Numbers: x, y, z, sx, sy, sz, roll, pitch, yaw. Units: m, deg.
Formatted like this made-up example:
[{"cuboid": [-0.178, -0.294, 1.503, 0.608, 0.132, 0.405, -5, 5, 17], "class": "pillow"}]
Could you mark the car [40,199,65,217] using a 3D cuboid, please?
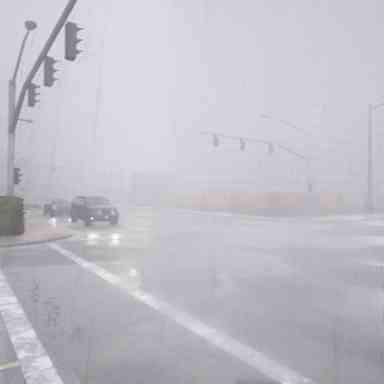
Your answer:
[{"cuboid": [-13.174, 1.465, 32.914, 2.097, 1.767, 4.553, 1, -1, -35], "class": "car"}]

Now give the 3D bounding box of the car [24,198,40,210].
[{"cuboid": [-21.822, 1.596, 45.396, 1.882, 1.535, 5.008, 1, -1, -35], "class": "car"}]

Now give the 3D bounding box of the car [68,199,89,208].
[{"cuboid": [-17.758, 1.774, 52.003, 1.994, 1.385, 4.181, 1, -1, -35], "class": "car"}]

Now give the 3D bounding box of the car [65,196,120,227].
[{"cuboid": [-7.262, 1.331, 24.459, 2.150, 2.045, 5.566, 1, -1, -35], "class": "car"}]
